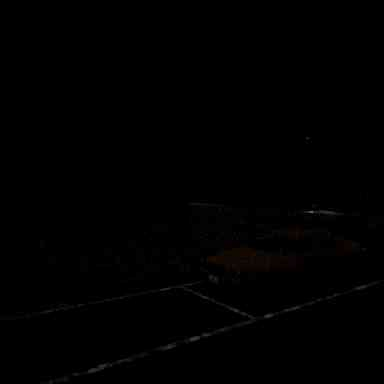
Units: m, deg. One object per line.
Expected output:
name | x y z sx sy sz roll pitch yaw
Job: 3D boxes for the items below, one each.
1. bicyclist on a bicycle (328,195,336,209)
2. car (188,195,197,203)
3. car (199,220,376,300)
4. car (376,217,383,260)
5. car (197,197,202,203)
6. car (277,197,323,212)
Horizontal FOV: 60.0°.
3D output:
bicyclist on a bicycle | 16.404 1.146 38.940 1.656 1.620 0.582 0 0 -34
car | -1.844 1.063 54.648 2.128 1.511 4.902 1 0 -34
car | 2.432 1.524 8.389 4.829 1.417 1.752 0 1 -35
car | 7.196 1.543 11.688 4.507 1.381 1.887 0 1 -35
car | -0.376 1.184 58.003 1.895 1.301 4.718 1 0 -34
car | 11.379 1.263 35.238 1.882 1.535 5.008 1 0 -34
